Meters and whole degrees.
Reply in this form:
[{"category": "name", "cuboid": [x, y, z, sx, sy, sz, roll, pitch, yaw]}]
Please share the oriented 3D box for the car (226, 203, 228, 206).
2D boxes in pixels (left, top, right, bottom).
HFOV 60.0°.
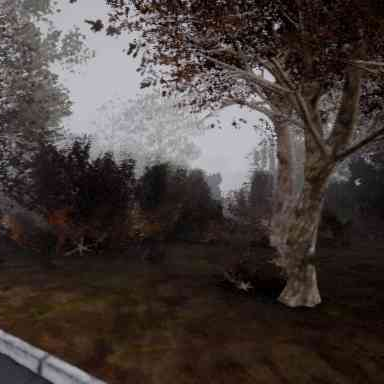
[{"category": "car", "cuboid": [5.900, 2.188, 46.624, 2.097, 1.535, 5.008, 0, 0, 35]}]
